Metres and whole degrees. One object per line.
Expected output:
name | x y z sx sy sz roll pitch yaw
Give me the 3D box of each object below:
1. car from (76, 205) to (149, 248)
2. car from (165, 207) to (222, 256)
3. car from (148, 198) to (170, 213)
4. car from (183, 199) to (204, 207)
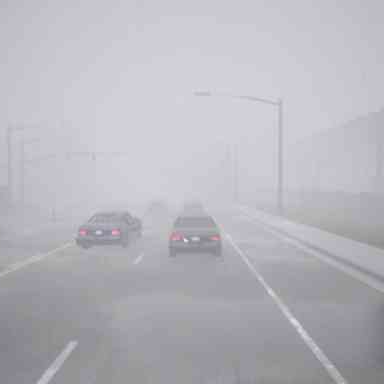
car | -3.385 1.512 14.545 2.033 1.411 5.357 0 0 0
car | 0.108 1.517 12.941 2.033 1.411 5.357 0 0 0
car | -3.382 1.326 33.791 1.812 1.442 4.674 0 0 0
car | 0.121 1.351 31.611 1.812 1.442 4.674 0 0 0
